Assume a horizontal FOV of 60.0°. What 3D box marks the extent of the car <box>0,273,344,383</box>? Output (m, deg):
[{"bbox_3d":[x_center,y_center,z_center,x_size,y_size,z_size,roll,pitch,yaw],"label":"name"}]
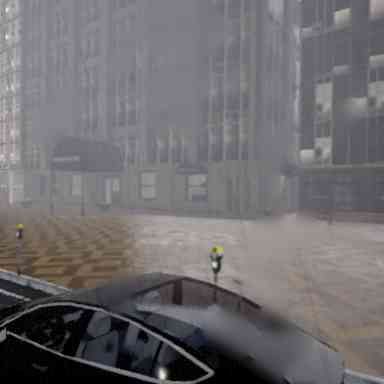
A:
[{"bbox_3d":[-0.742,1.554,3.393,4.313,1.339,1.947,0,1,35],"label":"car"}]
